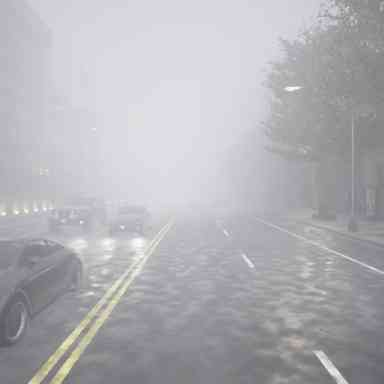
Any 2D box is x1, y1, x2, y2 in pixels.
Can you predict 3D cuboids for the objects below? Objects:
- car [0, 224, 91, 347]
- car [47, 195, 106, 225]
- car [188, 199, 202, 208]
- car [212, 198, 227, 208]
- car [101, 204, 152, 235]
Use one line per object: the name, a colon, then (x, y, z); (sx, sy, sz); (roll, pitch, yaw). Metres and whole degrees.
car: (-3.561, 1.562, 6.149); (1.994, 1.385, 4.181); (0, 0, 0)
car: (-6.893, 1.223, 20.758); (2.150, 2.045, 5.566); (0, 0, 1)
car: (0.420, 1.600, 48.240); (1.895, 1.301, 4.718); (0, 0, 0)
car: (3.911, 1.563, 47.306); (1.994, 1.385, 4.181); (0, 0, 0)
car: (-3.424, 1.504, 18.932); (1.837, 1.490, 4.892); (0, 0, 1)
